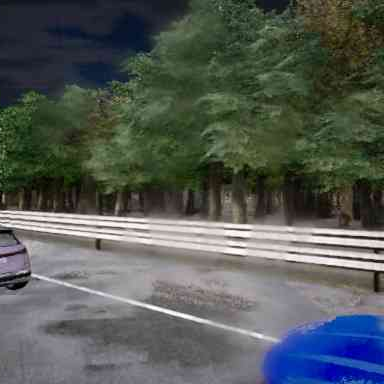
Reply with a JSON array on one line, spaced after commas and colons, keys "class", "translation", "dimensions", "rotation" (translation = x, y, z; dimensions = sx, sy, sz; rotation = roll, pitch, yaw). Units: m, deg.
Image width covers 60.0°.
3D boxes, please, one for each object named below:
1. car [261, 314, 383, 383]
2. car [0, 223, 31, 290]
[{"class": "car", "translation": [2.828, 1.475, 1.839], "dimensions": [5.008, 1.535, 1.882], "rotation": [-1, 0, 35]}, {"class": "car", "translation": [-5.795, 1.510, 8.130], "dimensions": [4.856, 1.649, 2.033], "rotation": [-1, 0, 37]}]
